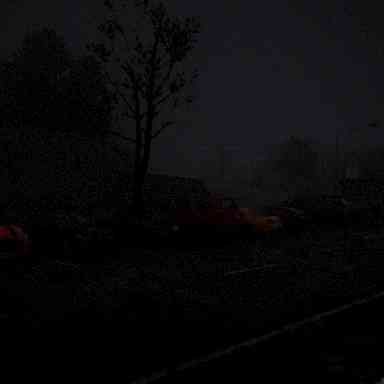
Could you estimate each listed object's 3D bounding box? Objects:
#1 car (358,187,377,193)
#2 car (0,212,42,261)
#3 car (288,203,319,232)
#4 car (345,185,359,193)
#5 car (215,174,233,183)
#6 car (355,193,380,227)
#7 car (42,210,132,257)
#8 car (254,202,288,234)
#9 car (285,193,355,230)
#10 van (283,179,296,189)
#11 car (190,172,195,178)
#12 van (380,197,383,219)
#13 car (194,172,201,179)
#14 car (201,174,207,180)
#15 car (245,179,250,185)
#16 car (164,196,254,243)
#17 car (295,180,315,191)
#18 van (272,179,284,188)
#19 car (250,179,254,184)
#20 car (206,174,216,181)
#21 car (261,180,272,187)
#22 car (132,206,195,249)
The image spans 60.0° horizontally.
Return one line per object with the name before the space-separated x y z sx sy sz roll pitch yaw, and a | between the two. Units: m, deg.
car | 29.518 0.124 55.315 2.002 1.452 4.674 7 3 35
car | -7.476 1.367 11.231 4.553 1.767 2.185 -1 -1 34
car | 4.773 1.546 19.915 4.674 1.452 2.002 -1 -1 35
car | 27.824 -0.438 57.785 2.435 2.045 5.566 7 3 35
car | 8.845 -3.188 85.010 1.946 1.575 5.366 7 3 34
car | 9.711 1.263 23.382 5.566 2.045 2.435 -1 -1 35
car | -5.011 1.494 12.959 4.892 1.521 2.231 -1 -1 34
car | 2.168 1.501 18.285 5.366 1.575 1.946 -1 -1 35
car | 7.199 1.259 21.675 5.566 2.045 2.435 -1 -1 35
van | 20.844 -1.503 67.526 1.878 1.987 4.442 7 4 35
car | 1.689 -4.374 94.546 2.435 2.045 5.566 1 -1 34
van | 12.248 1.292 25.055 4.442 1.987 1.878 -1 -1 35
car | 3.462 -4.097 92.200 2.185 1.767 4.553 4 1 33
car | 5.195 -3.862 89.732 2.185 1.767 4.553 6 3 34
car | 13.957 -2.329 77.505 2.002 1.452 4.674 7 3 35
car | -0.150 1.247 16.455 5.566 2.045 2.435 -1 -1 34
car | 22.607 -1.004 65.166 2.231 1.521 4.892 7 3 35
van | 19.113 -1.776 69.996 1.878 1.987 4.442 7 4 35
car | 15.702 -2.055 75.044 2.002 1.452 4.674 7 4 35
car | 6.991 -3.711 87.267 2.435 2.045 5.566 7 3 34
car | 17.536 -1.824 72.726 1.946 1.575 5.366 7 3 35
car | -2.593 1.524 14.708 4.792 1.488 2.163 -1 -1 34
